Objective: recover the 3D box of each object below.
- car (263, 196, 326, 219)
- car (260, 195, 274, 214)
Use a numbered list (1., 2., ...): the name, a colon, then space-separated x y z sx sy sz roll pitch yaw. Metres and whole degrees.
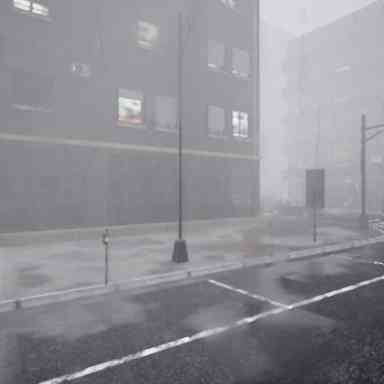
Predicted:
1. car: 8.000 1.272 25.445 2.008 1.369 4.403 1 0 -36
2. car: 4.822 1.171 29.808 1.752 1.417 4.829 1 0 -36
